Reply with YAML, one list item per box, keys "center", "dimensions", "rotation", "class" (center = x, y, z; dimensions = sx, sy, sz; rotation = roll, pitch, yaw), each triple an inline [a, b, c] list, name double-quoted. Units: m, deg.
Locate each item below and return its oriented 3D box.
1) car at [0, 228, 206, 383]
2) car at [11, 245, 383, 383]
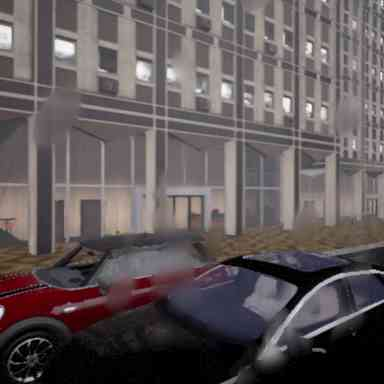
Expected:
- center: [-1.333, 1.448, 5.229]
  dimensions: [4.097, 1.590, 1.967]
  rotation: [0, 0, -35]
  class: "car"
- center: [0.922, 1.502, 3.691]
  dimensions: [4.902, 1.511, 2.128]
  rotation: [0, 0, -35]
  class: "car"
